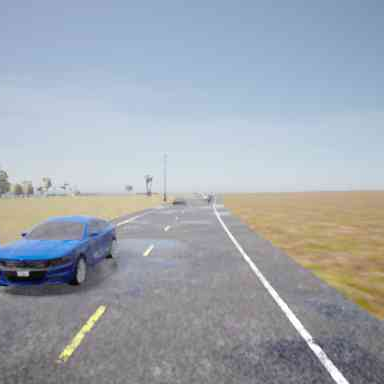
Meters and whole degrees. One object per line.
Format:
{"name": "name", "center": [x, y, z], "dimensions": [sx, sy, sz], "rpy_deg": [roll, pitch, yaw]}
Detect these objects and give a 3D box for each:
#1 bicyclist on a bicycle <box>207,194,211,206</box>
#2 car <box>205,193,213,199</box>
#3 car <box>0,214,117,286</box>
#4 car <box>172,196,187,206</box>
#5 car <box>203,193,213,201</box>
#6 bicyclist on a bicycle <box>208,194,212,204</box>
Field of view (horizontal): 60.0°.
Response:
{"name": "bicyclist on a bicycle", "center": [2.387, 1.295, 47.197], "dimensions": [0.582, 1.620, 1.656], "rpy_deg": [0, 0, 3]}
{"name": "car", "center": [4.485, 1.128, 87.086], "dimensions": [2.128, 1.511, 4.902], "rpy_deg": [0, 0, 5]}
{"name": "car", "center": [-3.522, 1.447, 9.512], "dimensions": [1.882, 1.535, 5.008], "rpy_deg": [0, 0, 1]}
{"name": "car", "center": [-1.880, 1.375, 51.550], "dimensions": [2.033, 1.411, 5.357], "rpy_deg": [0, 0, 4]}
{"name": "car", "center": [3.476, 1.340, 74.848], "dimensions": [1.895, 1.301, 4.718], "rpy_deg": [0, 0, 5]}
{"name": "bicyclist on a bicycle", "center": [3.017, 1.178, 56.984], "dimensions": [0.659, 1.776, 1.843], "rpy_deg": [0, 0, 4]}
